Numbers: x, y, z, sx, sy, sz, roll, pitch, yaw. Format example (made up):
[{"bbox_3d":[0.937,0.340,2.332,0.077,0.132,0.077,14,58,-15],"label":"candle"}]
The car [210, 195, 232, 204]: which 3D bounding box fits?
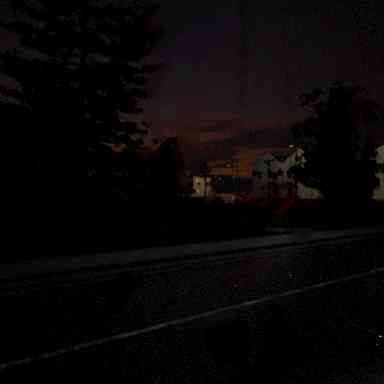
[{"bbox_3d":[5.586,1.694,67.446,2.150,2.045,5.566,1,0,-35],"label":"car"}]
